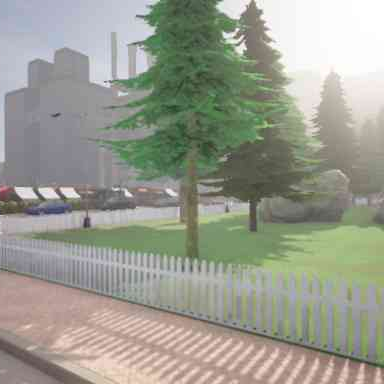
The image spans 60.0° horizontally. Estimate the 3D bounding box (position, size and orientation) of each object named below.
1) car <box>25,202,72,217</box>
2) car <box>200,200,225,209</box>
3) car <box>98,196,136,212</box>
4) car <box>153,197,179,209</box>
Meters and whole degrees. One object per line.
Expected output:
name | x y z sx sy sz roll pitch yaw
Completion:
car | -15.599 1.853 36.385 1.882 1.535 5.008 -1 0 34
car | 3.307 1.905 51.504 1.895 1.301 4.718 -1 0 34
car | -9.950 1.601 44.744 2.150 2.045 5.566 -1 0 34
car | -4.157 1.735 53.245 2.097 1.767 4.553 -1 0 34
